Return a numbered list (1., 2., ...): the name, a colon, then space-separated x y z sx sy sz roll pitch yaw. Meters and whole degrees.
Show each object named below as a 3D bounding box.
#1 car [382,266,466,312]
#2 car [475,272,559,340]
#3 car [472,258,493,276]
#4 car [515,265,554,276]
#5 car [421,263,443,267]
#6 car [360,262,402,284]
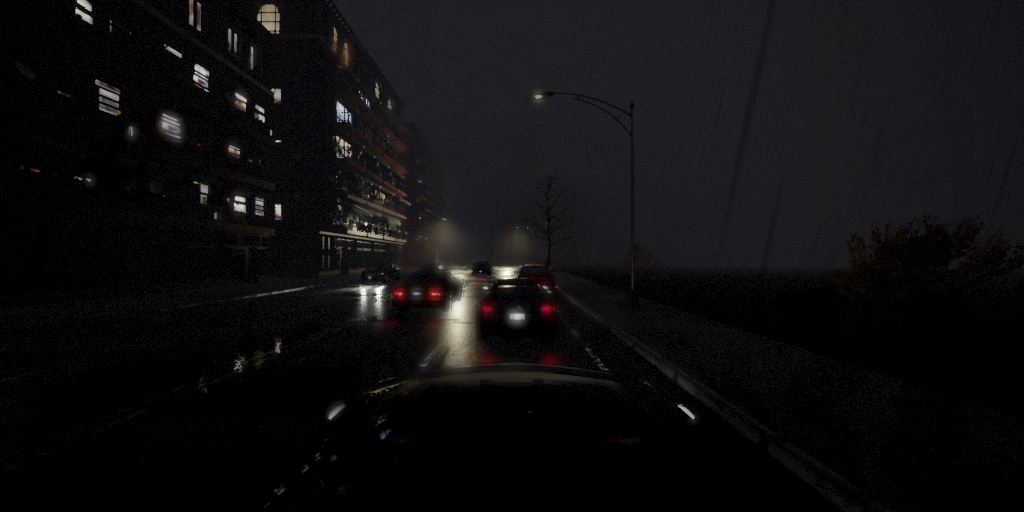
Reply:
1. car: -3.132 1.299 14.312 2.033 1.411 5.357 0 0 0
2. car: 0.113 1.315 9.957 1.994 1.385 4.181 0 0 0
3. car: -3.098 1.258 37.927 1.837 1.490 4.892 0 0 0
4. car: 1.161 1.230 18.876 1.882 1.535 5.008 0 0 0
5. car: -6.563 1.299 29.429 2.033 1.411 5.357 0 0 0
6. car: -9.815 1.244 27.210 2.128 1.511 4.902 0 0 0
